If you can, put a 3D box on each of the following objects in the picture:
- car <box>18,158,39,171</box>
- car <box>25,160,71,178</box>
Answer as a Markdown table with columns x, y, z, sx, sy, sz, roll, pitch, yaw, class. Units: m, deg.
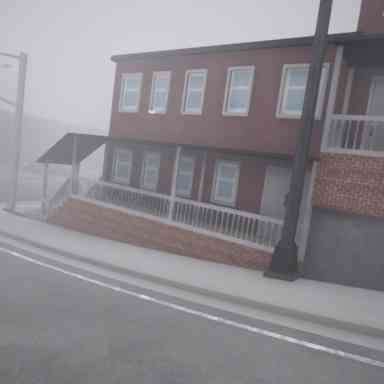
| x | y | z | sx | sy | sz | roll | pitch | yaw | class |
| --- | --- | --- | --- | --- | --- | --- | --- | --- | --- |
| -18.223 | -3.202 | 39.168 | 2.097 | 1.767 | 4.553 | 11 | 7 | 35 | car |
| -15.477 | -2.394 | 37.141 | 1.895 | 1.301 | 4.718 | 11 | 7 | 35 | car |
